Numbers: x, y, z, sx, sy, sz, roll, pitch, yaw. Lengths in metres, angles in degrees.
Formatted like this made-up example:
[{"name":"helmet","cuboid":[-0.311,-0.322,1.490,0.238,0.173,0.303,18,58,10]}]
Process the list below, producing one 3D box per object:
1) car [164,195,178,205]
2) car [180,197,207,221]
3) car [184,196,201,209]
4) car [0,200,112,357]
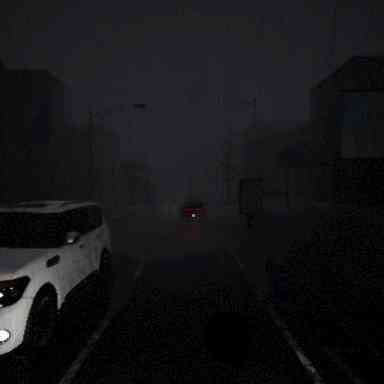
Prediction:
[{"name":"car","cuboid":[-3.065,1.186,49.960,2.128,1.511,4.902,0,0,0]},{"name":"car","cuboid":[0.102,1.390,25.803,1.837,1.490,4.892,0,0,0]},{"name":"car","cuboid":[0.105,1.296,42.928,2.033,1.411,5.357,0,0,0]},{"name":"car","cuboid":[-3.099,1.214,6.369,2.150,2.045,5.566,0,0,0]}]
